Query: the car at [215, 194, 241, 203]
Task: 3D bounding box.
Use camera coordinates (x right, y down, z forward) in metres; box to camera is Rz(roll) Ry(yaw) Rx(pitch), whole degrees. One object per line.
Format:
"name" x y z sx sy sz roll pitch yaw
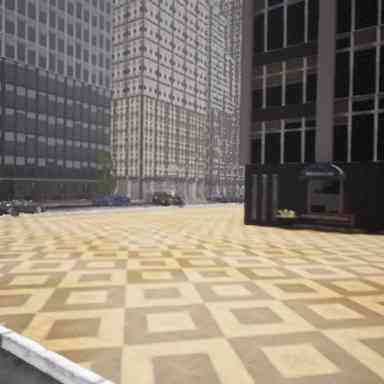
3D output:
"car" 6.861 1.459 62.918 1.947 1.339 4.313 1 1 35

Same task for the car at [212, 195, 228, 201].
"car" 6.490 1.266 76.969 1.802 1.307 4.206 1 1 35

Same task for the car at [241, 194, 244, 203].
"car" 10.102 1.486 67.536 1.802 1.307 4.206 1 1 35

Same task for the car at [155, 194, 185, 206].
"car" -2.866 1.423 49.063 1.947 1.339 4.313 1 1 35

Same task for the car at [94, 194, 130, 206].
"car" -11.015 1.162 47.470 1.882 1.535 5.008 2 1 35

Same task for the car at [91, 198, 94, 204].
"car" -12.958 1.053 49.266 1.967 1.590 4.097 1 1 35

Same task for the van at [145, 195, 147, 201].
"van" -6.474 0.979 58.499 1.690 1.788 3.998 1 1 35

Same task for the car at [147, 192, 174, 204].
"car" -3.898 1.009 52.232 2.150 2.045 5.566 2 1 35

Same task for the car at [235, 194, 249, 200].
"car" 12.972 1.273 86.203 1.947 1.339 4.313 1 1 35

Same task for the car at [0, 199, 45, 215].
"car" -15.728 1.360 30.518 2.008 1.369 4.403 1 1 35

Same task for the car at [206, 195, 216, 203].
"car" 4.506 1.309 64.211 2.128 1.511 4.902 2 1 35
